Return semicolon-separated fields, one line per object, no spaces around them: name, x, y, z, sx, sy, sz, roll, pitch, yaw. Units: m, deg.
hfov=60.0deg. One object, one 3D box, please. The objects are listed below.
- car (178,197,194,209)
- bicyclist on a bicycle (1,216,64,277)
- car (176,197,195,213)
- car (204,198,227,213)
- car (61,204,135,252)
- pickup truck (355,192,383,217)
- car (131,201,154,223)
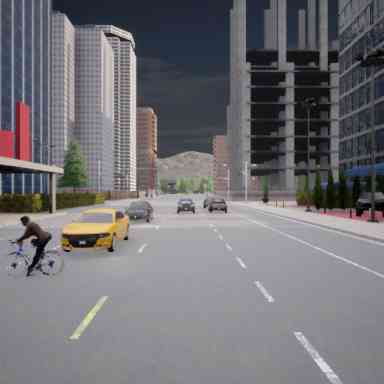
car;-0.859;1.491;46.024;2.128;1.511;4.902;0;0;-1
bicyclist on a bicycle;-4.239;1.455;8.816;1.656;1.620;0.582;-2;0;-1
car;-0.634;1.526;36.084;1.812;1.442;4.674;0;0;-1
car;2.811;1.491;37.185;2.128;1.511;4.902;0;0;-1
car;-3.860;1.478;14.037;1.882;1.535;5.008;0;0;-1
pickup truck;16.030;1.059;29.562;2.390;2.098;6.274;0;0;29
car;-4.013;1.506;25.609;1.837;1.490;4.892;0;0;-1
